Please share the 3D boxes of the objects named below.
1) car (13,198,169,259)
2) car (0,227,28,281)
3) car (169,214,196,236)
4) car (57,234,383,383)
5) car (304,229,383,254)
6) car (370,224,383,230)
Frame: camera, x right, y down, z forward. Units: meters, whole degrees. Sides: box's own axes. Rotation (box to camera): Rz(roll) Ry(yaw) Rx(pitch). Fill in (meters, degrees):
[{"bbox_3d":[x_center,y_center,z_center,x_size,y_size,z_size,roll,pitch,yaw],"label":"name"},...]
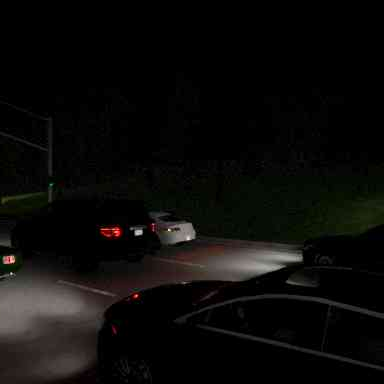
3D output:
[{"bbox_3d":[-3.657,1.221,10.847,5.566,2.045,2.150,0,0,36],"label":"car"},{"bbox_3d":[-6.424,1.601,8.528,4.718,1.301,1.895,0,0,36],"label":"car"},{"bbox_3d":[-2.013,1.526,13.978,4.674,1.442,1.812,0,0,36],"label":"car"},{"bbox_3d":[1.119,1.492,3.193,4.902,1.511,2.128,0,0,35],"label":"car"},{"bbox_3d":[4.713,1.547,4.933,5.357,1.411,2.033,0,0,35],"label":"car"},{"bbox_3d":[5.338,1.526,8.763,4.674,1.442,1.812,0,0,35],"label":"car"}]
